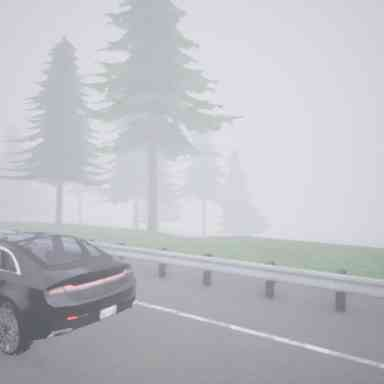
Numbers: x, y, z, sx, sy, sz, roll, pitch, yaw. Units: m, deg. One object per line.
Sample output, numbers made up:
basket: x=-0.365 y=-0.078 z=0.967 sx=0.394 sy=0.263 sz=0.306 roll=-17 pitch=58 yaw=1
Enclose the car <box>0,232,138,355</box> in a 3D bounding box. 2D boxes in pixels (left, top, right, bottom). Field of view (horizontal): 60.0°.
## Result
car: x=-3.199 y=1.493 z=6.083 sx=4.902 sy=1.511 sz=2.128 roll=0 pitch=0 yaw=34
